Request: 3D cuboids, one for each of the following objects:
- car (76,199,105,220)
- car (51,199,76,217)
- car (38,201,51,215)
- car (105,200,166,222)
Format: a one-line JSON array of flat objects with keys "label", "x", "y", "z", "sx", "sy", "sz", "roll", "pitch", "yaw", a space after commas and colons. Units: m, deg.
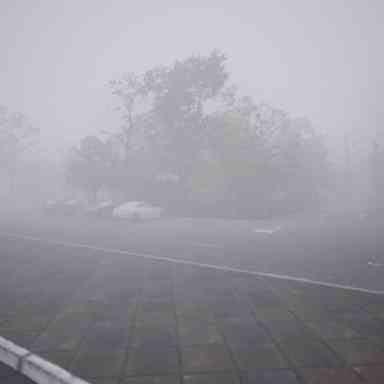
[{"label": "car", "x": -6.521, "y": 1.387, "z": 27.195, "sx": 2.097, "sy": 1.535, "sz": 5.008, "roll": 0, "pitch": 0, "yaw": 36}, {"label": "car", "x": -9.191, "y": 1.377, "z": 29.088, "sx": 2.231, "sy": 1.521, "sz": 4.892, "roll": 0, "pitch": 0, "yaw": 36}, {"label": "car", "x": -11.856, "y": 1.405, "z": 30.993, "sx": 2.002, "sy": 1.452, "sz": 4.674, "roll": 0, "pitch": 0, "yaw": 36}, {"label": "car", "x": -3.963, "y": 1.438, "z": 25.359, "sx": 2.002, "sy": 1.452, "sz": 4.674, "roll": 0, "pitch": 0, "yaw": 36}]
